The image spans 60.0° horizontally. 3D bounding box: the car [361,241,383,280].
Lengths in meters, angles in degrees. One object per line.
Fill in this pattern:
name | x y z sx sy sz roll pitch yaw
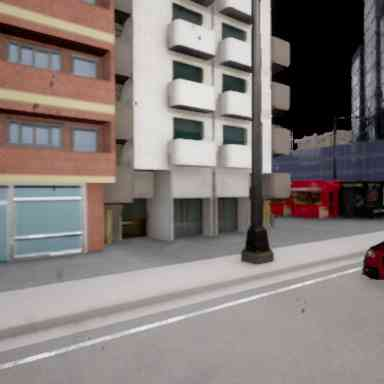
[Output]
car | 6.151 1.501 8.432 4.181 1.385 1.994 -1 0 -36
